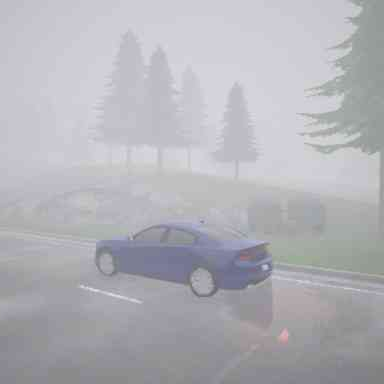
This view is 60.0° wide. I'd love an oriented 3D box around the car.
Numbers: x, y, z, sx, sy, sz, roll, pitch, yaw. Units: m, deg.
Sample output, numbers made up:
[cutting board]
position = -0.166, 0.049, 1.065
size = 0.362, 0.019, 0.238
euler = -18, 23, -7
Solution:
[car]
position = -0.423, 1.478, 8.595
size = 5.008, 1.535, 1.882
euler = 0, 0, 36
